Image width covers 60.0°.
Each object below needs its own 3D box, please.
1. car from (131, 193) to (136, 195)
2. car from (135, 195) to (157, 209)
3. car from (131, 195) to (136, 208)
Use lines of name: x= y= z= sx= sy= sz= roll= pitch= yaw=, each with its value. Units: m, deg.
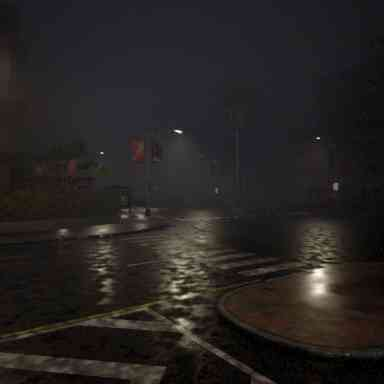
car: x=-13.431 y=1.220 z=68.429 sx=2.150 sy=2.045 sz=5.566 roll=0 pitch=0 yaw=-39
car: x=-6.586 y=1.525 z=46.576 sx=1.812 sy=1.442 sz=4.674 roll=0 pitch=0 yaw=-35
car: x=-10.026 y=1.547 z=45.364 sx=2.033 sy=1.411 sz=5.357 roll=0 pitch=0 yaw=-35
